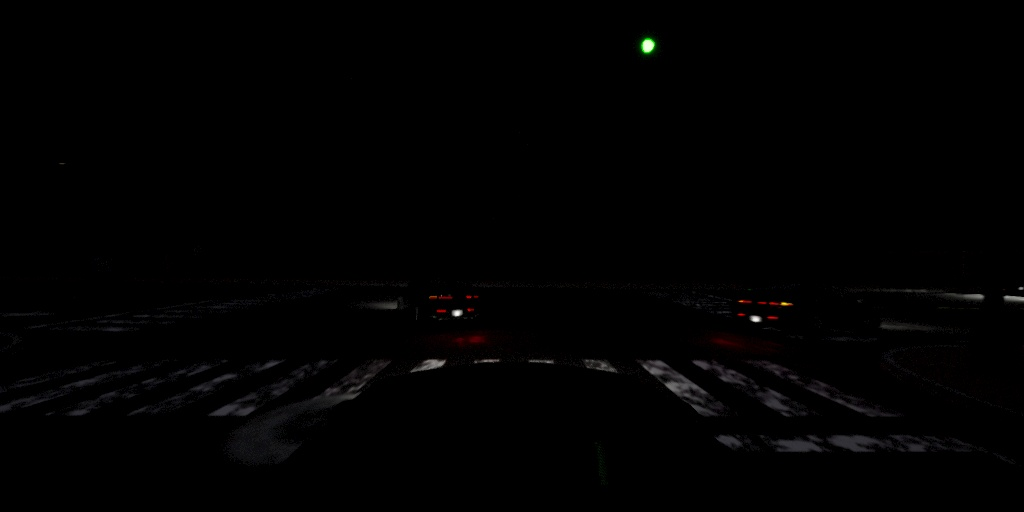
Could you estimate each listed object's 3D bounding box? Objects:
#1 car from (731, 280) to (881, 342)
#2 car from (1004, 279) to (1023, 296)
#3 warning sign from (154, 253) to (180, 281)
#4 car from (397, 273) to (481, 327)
[{"bbox_3d":[8.515,1.433,10.452,4.892,1.490,1.837,1,-3,-27],"label":"car"},{"bbox_3d":[30.822,1.674,20.262,4.181,1.385,1.994,0,0,2],"label":"car"},{"bbox_3d":[-23.462,0.742,24.404,1.060,1.860,1.300,0,0,1],"label":"warning sign"},{"bbox_3d":[-2.559,1.319,12.048,1.837,1.490,4.892,2,-1,-26],"label":"car"}]
